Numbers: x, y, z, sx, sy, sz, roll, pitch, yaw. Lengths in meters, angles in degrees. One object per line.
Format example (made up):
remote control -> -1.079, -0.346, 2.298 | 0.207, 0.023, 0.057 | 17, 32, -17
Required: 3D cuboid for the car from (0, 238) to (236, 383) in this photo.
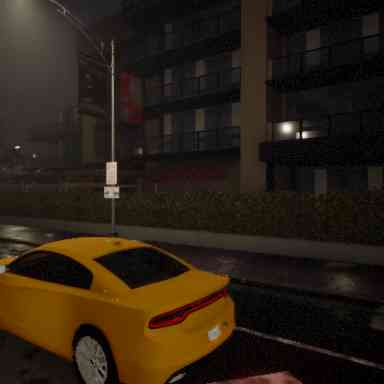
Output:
car -> -1.754, 1.477, 5.295 | 5.008, 1.535, 1.882 | 0, 0, 35
